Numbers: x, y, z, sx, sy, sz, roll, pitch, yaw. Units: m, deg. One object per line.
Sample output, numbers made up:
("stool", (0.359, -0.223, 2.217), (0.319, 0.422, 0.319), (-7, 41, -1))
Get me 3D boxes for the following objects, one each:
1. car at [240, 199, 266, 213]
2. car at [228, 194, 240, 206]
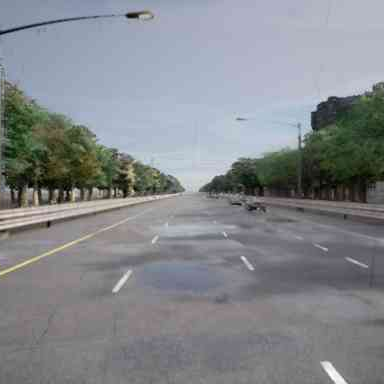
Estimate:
("car", (6.990, 1.511, 37.287), (1.837, 1.490, 4.892), (0, 0, 0))
("car", (6.988, 1.562, 54.940), (2.033, 1.411, 5.357), (0, 0, 0))
